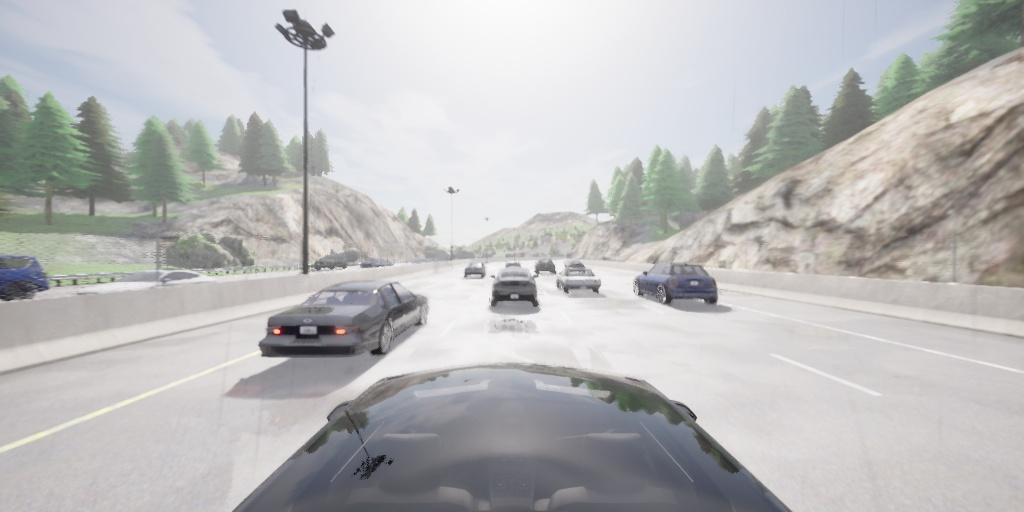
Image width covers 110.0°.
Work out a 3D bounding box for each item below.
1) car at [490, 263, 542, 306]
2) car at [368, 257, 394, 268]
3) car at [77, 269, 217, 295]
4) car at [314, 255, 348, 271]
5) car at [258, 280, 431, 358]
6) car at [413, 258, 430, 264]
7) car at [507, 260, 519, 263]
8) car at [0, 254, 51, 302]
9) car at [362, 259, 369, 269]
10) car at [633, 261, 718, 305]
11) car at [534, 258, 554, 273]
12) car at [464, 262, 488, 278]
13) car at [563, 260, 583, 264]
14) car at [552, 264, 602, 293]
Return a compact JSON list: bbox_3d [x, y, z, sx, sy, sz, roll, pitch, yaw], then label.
[{"bbox_3d":[0.103,1.235,15.682,1.837,1.490,4.892,0,1,0],"label":"car"},{"bbox_3d":[-17.520,1.238,49.139,1.994,1.385,4.181,0,0,1],"label":"car"},{"bbox_3d":[-14.086,1.255,14.235,1.812,1.442,4.674,0,0,0],"label":"car"},{"bbox_3d":[-24.512,0.894,48.800,2.150,2.045,5.566,0,0,1],"label":"car"},{"bbox_3d":[-3.404,1.286,8.517,2.033,1.411,5.357,0,0,0],"label":"car"},{"bbox_3d":[-14.000,1.141,55.867,1.882,1.535,5.008,0,0,1],"label":"car"},{"bbox_3d":[0.125,1.177,43.580,2.128,1.511,4.902,0,0,0],"label":"car"},{"bbox_3d":[-21.088,0.952,13.126,2.150,2.045,5.566,0,0,0],"label":"car"},{"bbox_3d":[-21.007,1.019,54.369,2.097,1.767,4.553,0,0,1],"label":"car"},{"bbox_3d":[7.109,1.079,16.106,2.097,1.767,4.553,0,0,0],"label":"car"},{"bbox_3d":[3.627,1.041,40.141,2.097,1.767,4.553,0,0,0],"label":"car"},{"bbox_3d":[-3.384,1.247,33.701,2.033,1.411,5.357,0,0,0],"label":"car"},{"bbox_3d":[7.128,1.194,41.496,1.837,1.490,4.892,0,1,0],"label":"car"},{"bbox_3d":[3.613,1.322,20.379,1.895,1.301,4.718,0,0,0],"label":"car"}]
